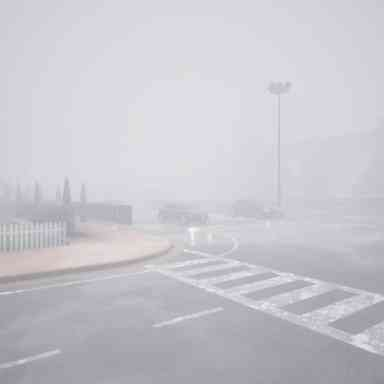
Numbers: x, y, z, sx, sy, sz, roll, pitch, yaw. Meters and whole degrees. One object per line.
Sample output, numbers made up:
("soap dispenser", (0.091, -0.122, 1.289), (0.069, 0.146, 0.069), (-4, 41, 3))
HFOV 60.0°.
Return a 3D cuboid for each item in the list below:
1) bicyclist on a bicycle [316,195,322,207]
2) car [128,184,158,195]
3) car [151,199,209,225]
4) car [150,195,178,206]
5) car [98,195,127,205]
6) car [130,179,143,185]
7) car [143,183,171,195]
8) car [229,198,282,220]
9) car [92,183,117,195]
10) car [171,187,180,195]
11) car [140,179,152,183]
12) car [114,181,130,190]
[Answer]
("bicyclist on a bicycle", (18.052, 1.291, 47.357), (1.656, 1.620, 0.582), (0, 0, -37))
("car", (-8.561, 0.058, 57.914), (2.033, 1.411, 5.357), (0, 6, -37))
("car", (-0.757, 1.504, 24.199), (1.837, 1.490, 4.892), (0, 0, -37))
("car", (-2.853, 1.418, 38.537), (2.033, 1.411, 5.357), (0, 2, -37))
("car", (-7.928, 1.402, 33.651), (1.837, 1.490, 4.892), (0, 1, -37))
("car", (-12.832, -1.487, 69.592), (1.882, 1.535, 5.008), (0, 7, -37))
("car", (-6.592, -0.187, 61.289), (1.882, 1.535, 5.008), (0, 7, -37))
("car", (5.249, 1.347, 27.868), (2.097, 1.767, 4.553), (0, 0, -37))
("car", (-14.529, -0.202, 54.133), (2.097, 1.767, 4.553), (0, 7, -36))
("car", (-4.201, -0.267, 63.930), (1.882, 1.535, 5.008), (0, 7, -37))
("car", (-10.507, -1.827, 72.174), (2.150, 2.045, 5.566), (0, 7, -37))
("car", (-14.822, -1.300, 66.248), (1.882, 1.535, 5.008), (0, 7, -37))
